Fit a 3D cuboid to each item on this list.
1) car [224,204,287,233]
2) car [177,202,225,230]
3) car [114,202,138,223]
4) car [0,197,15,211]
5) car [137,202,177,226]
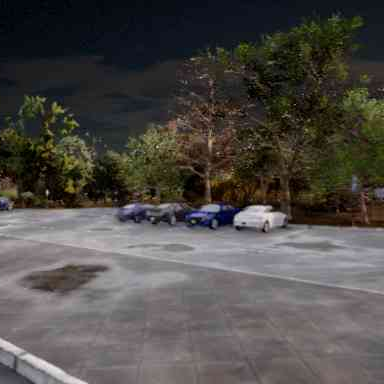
[{"bbox_3d":[4.087,1.504,19.620,2.002,1.452,4.674,0,0,36],"label":"car"},{"bbox_3d":[1.529,1.467,21.457,2.097,1.535,5.008,0,0,36],"label":"car"},{"bbox_3d":[-3.806,1.512,25.256,2.002,1.452,4.674,0,0,36],"label":"car"},{"bbox_3d":[-23.591,1.368,39.426,2.185,1.767,4.553,0,0,35],"label":"car"},{"bbox_3d":[-1.141,1.471,23.350,2.231,1.521,4.892,0,0,36],"label":"car"}]
